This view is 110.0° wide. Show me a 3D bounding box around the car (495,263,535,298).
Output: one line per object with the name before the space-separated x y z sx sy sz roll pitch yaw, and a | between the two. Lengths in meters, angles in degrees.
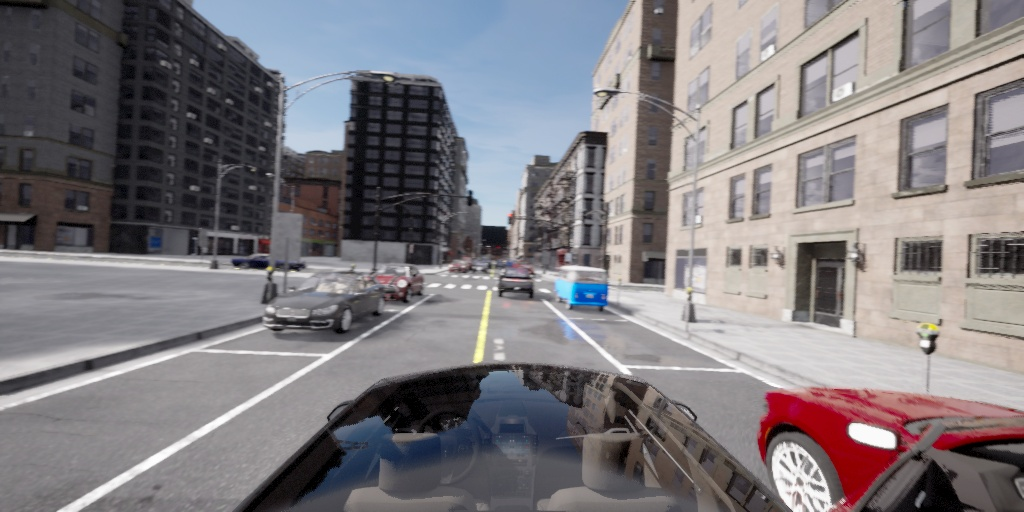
car | 0.139 1.390 19.710 2.128 1.511 4.902 3 0 -3

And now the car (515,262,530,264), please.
car | 1.630 1.700 42.698 1.888 1.381 4.507 0 0 -3

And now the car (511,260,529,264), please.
car | 1.370 1.498 48.101 2.192 1.841 5.009 0 0 -3

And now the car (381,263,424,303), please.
car | -5.083 1.038 15.467 1.967 1.591 4.097 0 0 -3

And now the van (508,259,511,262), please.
van | 0.590 1.608 64.311 1.690 1.789 3.998 0 0 -3

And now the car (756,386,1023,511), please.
car | 3.262 1.390 1.251 1.882 1.535 5.008 3 0 -3

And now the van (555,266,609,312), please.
van | 2.922 1.352 15.849 1.690 1.789 3.998 0 0 -3

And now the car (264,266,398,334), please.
car | -4.810 1.119 9.793 2.007 1.370 4.403 0 0 -3

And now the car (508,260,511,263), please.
car | 0.850 1.785 58.908 1.888 1.381 4.507 0 0 -3

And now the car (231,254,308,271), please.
car | -18.184 0.528 27.089 4.718 1.301 1.895 3 0 -3

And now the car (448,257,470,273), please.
car | -6.375 1.181 42.315 1.967 1.591 4.097 0 0 -3

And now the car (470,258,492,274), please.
car | -3.891 1.376 44.404 2.128 1.511 4.902 3 0 -3
